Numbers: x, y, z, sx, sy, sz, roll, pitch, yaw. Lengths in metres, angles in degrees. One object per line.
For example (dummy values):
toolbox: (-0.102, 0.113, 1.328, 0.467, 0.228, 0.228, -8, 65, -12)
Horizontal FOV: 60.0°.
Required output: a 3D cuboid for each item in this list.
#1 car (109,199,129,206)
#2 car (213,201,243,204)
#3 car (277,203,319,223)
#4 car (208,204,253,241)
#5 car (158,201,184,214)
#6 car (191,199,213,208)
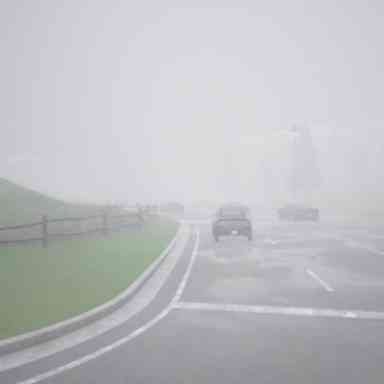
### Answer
car: (-15.583, 2.233, 70.273, 4.674, 1.442, 1.812, -1, 0, 21)
car: (4.025, 1.711, 32.739, 1.882, 1.535, 5.008, 0, 0, -14)
car: (8.575, 1.628, 27.365, 1.882, 1.535, 5.008, 0, 0, -6)
car: (2.025, 1.621, 17.533, 2.128, 1.511, 4.902, 0, 0, 2)
car: (-2.621, 1.859, 40.183, 1.837, 1.490, 4.892, 1, 0, -27)
car: (1.911, 1.934, 57.916, 1.882, 1.535, 5.008, 0, -1, -42)
